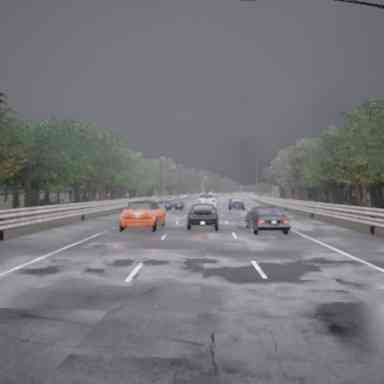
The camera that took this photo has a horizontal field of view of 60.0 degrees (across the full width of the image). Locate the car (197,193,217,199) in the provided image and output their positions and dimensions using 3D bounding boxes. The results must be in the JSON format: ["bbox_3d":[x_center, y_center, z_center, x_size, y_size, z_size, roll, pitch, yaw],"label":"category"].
[{"bbox_3d":[1.822,1.117,39.926,2.150,2.045,5.566,0,0,4],"label":"car"}]

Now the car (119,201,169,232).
[{"bbox_3d":[-2.845,1.292,20.014,2.097,1.767,4.553,0,0,2],"label":"car"}]

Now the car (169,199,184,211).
[{"bbox_3d":[-1.832,1.495,37.949,1.895,1.301,4.718,0,0,4],"label":"car"}]

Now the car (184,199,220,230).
[{"bbox_3d":[0.692,1.447,20.756,1.837,1.490,4.892,0,0,2],"label":"car"}]

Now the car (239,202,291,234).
[{"bbox_3d":[4.093,1.498,18.680,2.033,1.411,5.357,0,0,2],"label":"car"}]

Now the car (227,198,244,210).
[{"bbox_3d":[5.392,1.421,40.697,1.812,1.442,4.674,0,0,4],"label":"car"}]
